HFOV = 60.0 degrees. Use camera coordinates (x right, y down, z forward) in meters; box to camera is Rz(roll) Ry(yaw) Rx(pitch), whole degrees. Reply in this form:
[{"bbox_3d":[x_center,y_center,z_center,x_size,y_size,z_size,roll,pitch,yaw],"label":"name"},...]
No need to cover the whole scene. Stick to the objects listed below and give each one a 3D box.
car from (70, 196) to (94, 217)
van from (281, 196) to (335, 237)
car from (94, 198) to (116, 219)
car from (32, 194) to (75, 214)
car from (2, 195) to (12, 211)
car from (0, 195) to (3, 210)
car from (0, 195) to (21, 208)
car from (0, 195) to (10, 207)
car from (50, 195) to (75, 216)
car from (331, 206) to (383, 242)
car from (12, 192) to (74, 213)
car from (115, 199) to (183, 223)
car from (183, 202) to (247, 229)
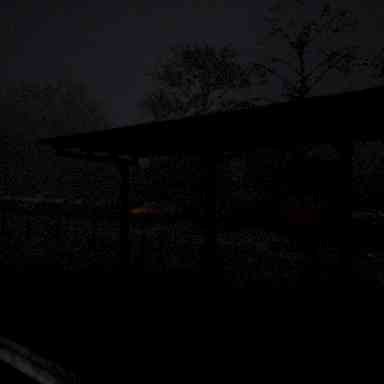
[{"bbox_3d":[-7.157,1.304,27.795,2.231,1.521,4.892,1,0,35],"label":"car"},{"bbox_3d":[6.478,1.228,18.231,1.878,1.987,4.442,1,0,35],"label":"van"},{"bbox_3d":[-4.883,1.357,26.205,2.163,1.488,4.792,1,0,35],"label":"car"},{"bbox_3d":[-11.681,1.252,31.012,2.097,1.535,5.008,1,0,35],"label":"car"},{"bbox_3d":[-16.210,1.203,34.220,2.231,1.521,4.892,1,0,35],"label":"car"},{"bbox_3d":[-18.473,1.174,35.830,2.097,1.535,5.008,1,0,35],"label":"car"},{"bbox_3d":[-23.009,1.144,39.027,2.163,1.488,4.792,1,1,35],"label":"car"},{"bbox_3d":[-25.243,1.105,40.688,2.163,1.488,4.792,1,1,35],"label":"car"},{"bbox_3d":[-9.419,1.277,29.403,2.097,1.535,5.008,1,0,35],"label":"car"},{"bbox_3d":[8.667,1.519,16.526,2.002,1.452,4.674,1,0,35],"label":"car"},{"bbox_3d":[-13.961,0.976,32.592,2.435,2.045,5.566,1,0,35],"label":"car"},{"bbox_3d":[-2.745,1.350,24.421,1.946,1.575,5.366,1,0,35],"label":"car"},{"bbox_3d":[1.869,1.433,21.331,2.163,1.488,4.792,1,0,35],"label":"car"}]
